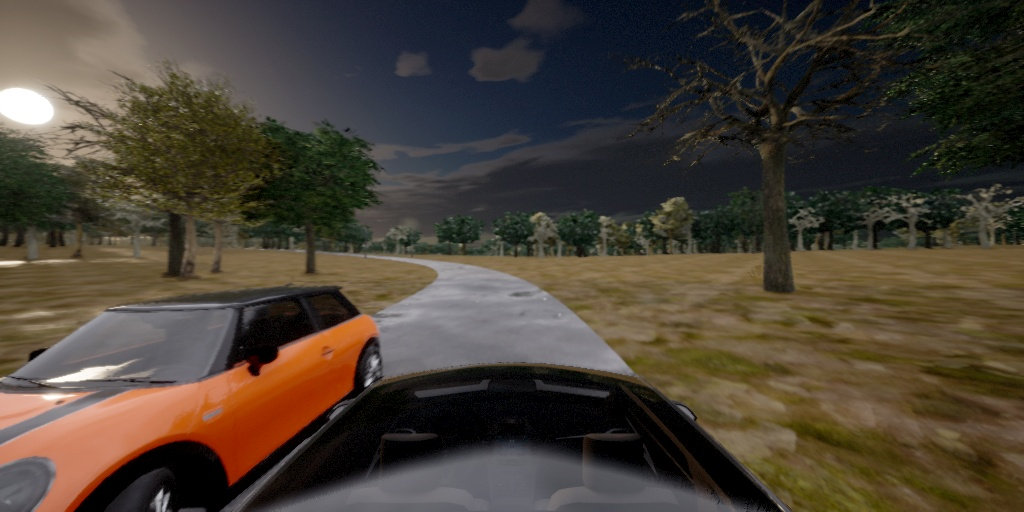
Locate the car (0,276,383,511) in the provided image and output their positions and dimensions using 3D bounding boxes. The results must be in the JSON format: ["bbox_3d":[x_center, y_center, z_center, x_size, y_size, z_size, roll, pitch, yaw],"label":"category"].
[{"bbox_3d":[-3.075,1.164,3.524,2.097,1.767,4.553,-1,0,3],"label":"car"}]
